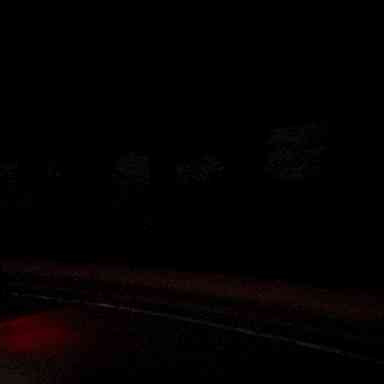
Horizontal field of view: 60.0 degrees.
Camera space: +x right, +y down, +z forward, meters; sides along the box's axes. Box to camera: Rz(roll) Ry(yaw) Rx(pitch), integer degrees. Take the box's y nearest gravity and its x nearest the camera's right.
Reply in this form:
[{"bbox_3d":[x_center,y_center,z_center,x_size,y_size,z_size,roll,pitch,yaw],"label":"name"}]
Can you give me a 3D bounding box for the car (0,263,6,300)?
[{"bbox_3d":[-5.874,1.576,6.189,4.892,1.490,1.837,-1,-1,17],"label":"car"}]
